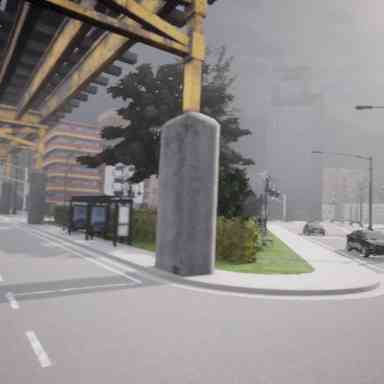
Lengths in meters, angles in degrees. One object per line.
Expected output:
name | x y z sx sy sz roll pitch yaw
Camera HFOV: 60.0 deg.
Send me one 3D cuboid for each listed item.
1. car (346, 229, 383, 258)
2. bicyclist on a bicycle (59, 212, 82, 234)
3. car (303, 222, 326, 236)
car | 10.944 3.067 20.307 1.882 1.535 5.008 2 -3 10
bicyclist on a bicycle | -8.770 2.248 24.109 1.656 1.620 0.582 4 -4 -35
car | 14.049 4.229 38.474 1.812 1.442 4.674 2 -3 10
